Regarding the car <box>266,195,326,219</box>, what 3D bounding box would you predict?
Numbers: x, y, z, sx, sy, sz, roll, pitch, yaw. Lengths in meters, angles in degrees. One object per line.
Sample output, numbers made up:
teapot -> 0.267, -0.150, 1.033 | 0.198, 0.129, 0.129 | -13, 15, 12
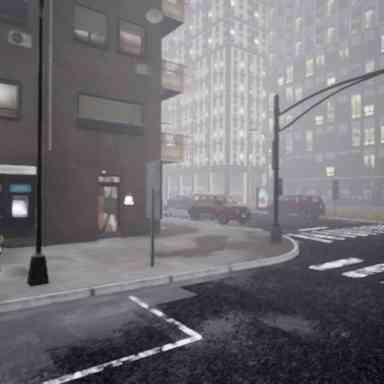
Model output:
car -> 8.456, 1.153, 27.321 | 2.192, 1.841, 5.009 | 2, 0, -36

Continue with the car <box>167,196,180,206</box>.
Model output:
car -> -1.325, 1.091, 40.790 | 1.947, 1.339, 4.313 | 2, 0, -36

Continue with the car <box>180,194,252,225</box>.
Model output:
car -> 1.711, 1.087, 22.350 | 2.192, 1.841, 5.009 | 2, 0, -36

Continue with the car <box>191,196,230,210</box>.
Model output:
car -> 1.933, 1.195, 36.300 | 1.947, 1.339, 4.313 | 2, 0, -36
